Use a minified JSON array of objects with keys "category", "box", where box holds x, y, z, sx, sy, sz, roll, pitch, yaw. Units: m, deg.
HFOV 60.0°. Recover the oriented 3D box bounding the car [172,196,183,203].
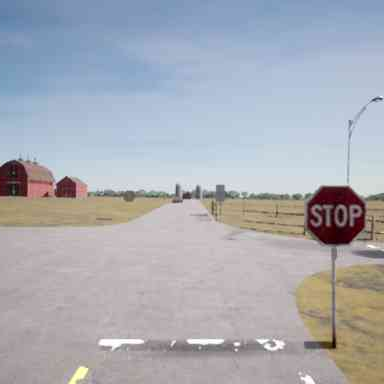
[{"category":"car","box":[-2.775,1.529,65.680,1.994,1.385,4.181,0,0,0]}]
